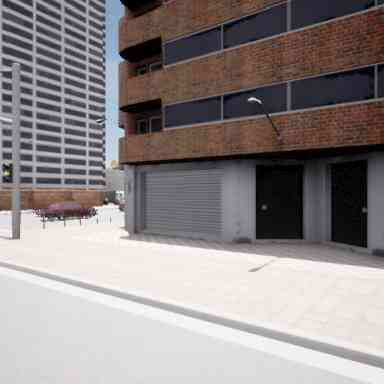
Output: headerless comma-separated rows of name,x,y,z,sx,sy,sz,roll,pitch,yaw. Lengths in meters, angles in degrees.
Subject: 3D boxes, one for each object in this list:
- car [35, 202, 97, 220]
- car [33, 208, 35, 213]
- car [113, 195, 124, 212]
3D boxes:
car,-10.043,1.524,27.479,1.812,1.442,4.674,0,0,35
car,-12.113,1.599,30.943,1.895,1.301,4.718,0,0,35
car,-6.398,1.476,39.046,1.882,1.535,5.008,0,0,35
